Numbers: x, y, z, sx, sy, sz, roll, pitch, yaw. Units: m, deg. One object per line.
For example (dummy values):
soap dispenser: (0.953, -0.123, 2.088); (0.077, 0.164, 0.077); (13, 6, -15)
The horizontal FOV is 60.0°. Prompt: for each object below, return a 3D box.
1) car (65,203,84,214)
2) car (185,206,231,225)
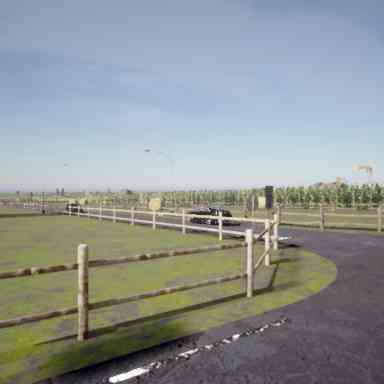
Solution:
car: (-17.988, 2.465, 50.706); (1.837, 1.490, 4.892); (0, -1, -35)
car: (1.206, 1.871, 27.538); (2.128, 1.511, 4.902); (0, -1, -34)
